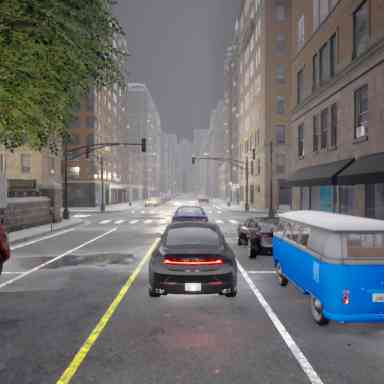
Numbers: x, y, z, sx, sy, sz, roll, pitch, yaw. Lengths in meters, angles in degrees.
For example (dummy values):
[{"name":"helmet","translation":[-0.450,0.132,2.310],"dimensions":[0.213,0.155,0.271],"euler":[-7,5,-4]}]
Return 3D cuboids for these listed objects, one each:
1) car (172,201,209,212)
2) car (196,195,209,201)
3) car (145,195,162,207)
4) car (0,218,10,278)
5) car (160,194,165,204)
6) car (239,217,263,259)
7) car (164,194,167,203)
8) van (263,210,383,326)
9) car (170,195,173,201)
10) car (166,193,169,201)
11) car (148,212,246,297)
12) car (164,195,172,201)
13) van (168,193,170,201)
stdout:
[{"name":"car","translation":[-0.096,1.472,18.046],"dimensions":[1.882,1.535,5.008],"euler":[0,0,0]},{"name":"car","translation":[2.364,1.410,66.843],"dimensions":[1.967,1.590,4.097],"euler":[0,0,0]},{"name":"car","translation":[-6.037,1.498,50.222],"dimensions":[1.752,1.417,4.829],"euler":[0,0,0]},{"name":"car","translation":[-5.714,1.314,6.704],"dimensions":[2.192,1.841,5.009],"euler":[0,0,0]},{"name":"car","translation":[-6.079,1.521,55.842],"dimensions":[2.008,1.369,4.403],"euler":[0,0,0]},{"name":"car","translation":[2.769,1.563,12.468],"dimensions":[1.947,1.339,4.313],"euler":[0,0,0]},{"name":"car","translation":[-6.119,1.514,61.293],"dimensions":[1.887,1.381,4.507],"euler":[0,0,0]},{"name":"van","translation":[2.811,1.340,6.808],"dimensions":[1.690,1.788,3.998],"euler":[0,0,0]},{"name":"car","translation":[-6.241,1.523,77.645],"dimensions":[2.008,1.369,4.403],"euler":[0,0,0]},{"name":"car","translation":[-6.160,1.514,66.744],"dimensions":[1.887,1.381,4.507],"euler":[0,0,0]},{"name":"car","translation":[0.012,1.503,8.551],"dimensions":[1.837,1.490,4.892],"euler":[0,0,0]},{"name":"car","translation":[-6.321,1.503,88.376],"dimensions":[1.752,1.417,4.829],"euler":[0,0,0]},{"name":"van","translation":[-6.201,1.312,72.194],"dimensions":[1.690,1.788,3.998],"euler":[0,0,0]}]
